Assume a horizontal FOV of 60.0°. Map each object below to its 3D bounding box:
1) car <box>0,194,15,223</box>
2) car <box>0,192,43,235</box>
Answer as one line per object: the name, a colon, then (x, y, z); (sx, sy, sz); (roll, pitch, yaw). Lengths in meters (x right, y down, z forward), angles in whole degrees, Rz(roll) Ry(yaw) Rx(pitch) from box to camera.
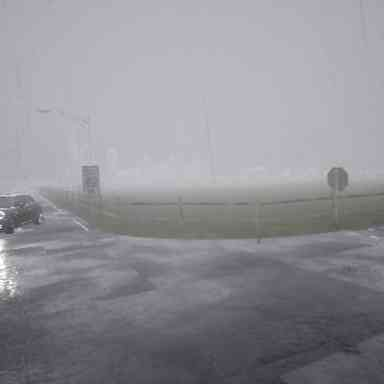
car: (-12.427, 0.988, 20.915); (2.128, 1.511, 4.902); (-3, 3, -27)
car: (-8.952, 0.938, 15.869); (2.097, 1.767, 4.553); (-2, 3, -3)
